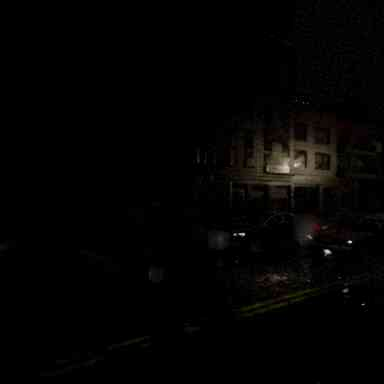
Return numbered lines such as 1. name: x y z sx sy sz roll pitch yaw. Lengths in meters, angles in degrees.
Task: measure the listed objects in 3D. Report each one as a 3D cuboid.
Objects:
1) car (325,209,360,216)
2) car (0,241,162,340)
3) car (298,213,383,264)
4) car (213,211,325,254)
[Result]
1. car: 7.405 1.600 16.957 4.674 1.442 1.812 0 0 -36
2. car: -3.138 1.576 5.422 5.357 1.411 2.033 0 0 -36
3. car: 6.234 1.652 12.202 4.718 1.301 1.895 0 0 -36
4. car: 3.082 1.554 13.932 4.902 1.511 2.128 0 0 -36
